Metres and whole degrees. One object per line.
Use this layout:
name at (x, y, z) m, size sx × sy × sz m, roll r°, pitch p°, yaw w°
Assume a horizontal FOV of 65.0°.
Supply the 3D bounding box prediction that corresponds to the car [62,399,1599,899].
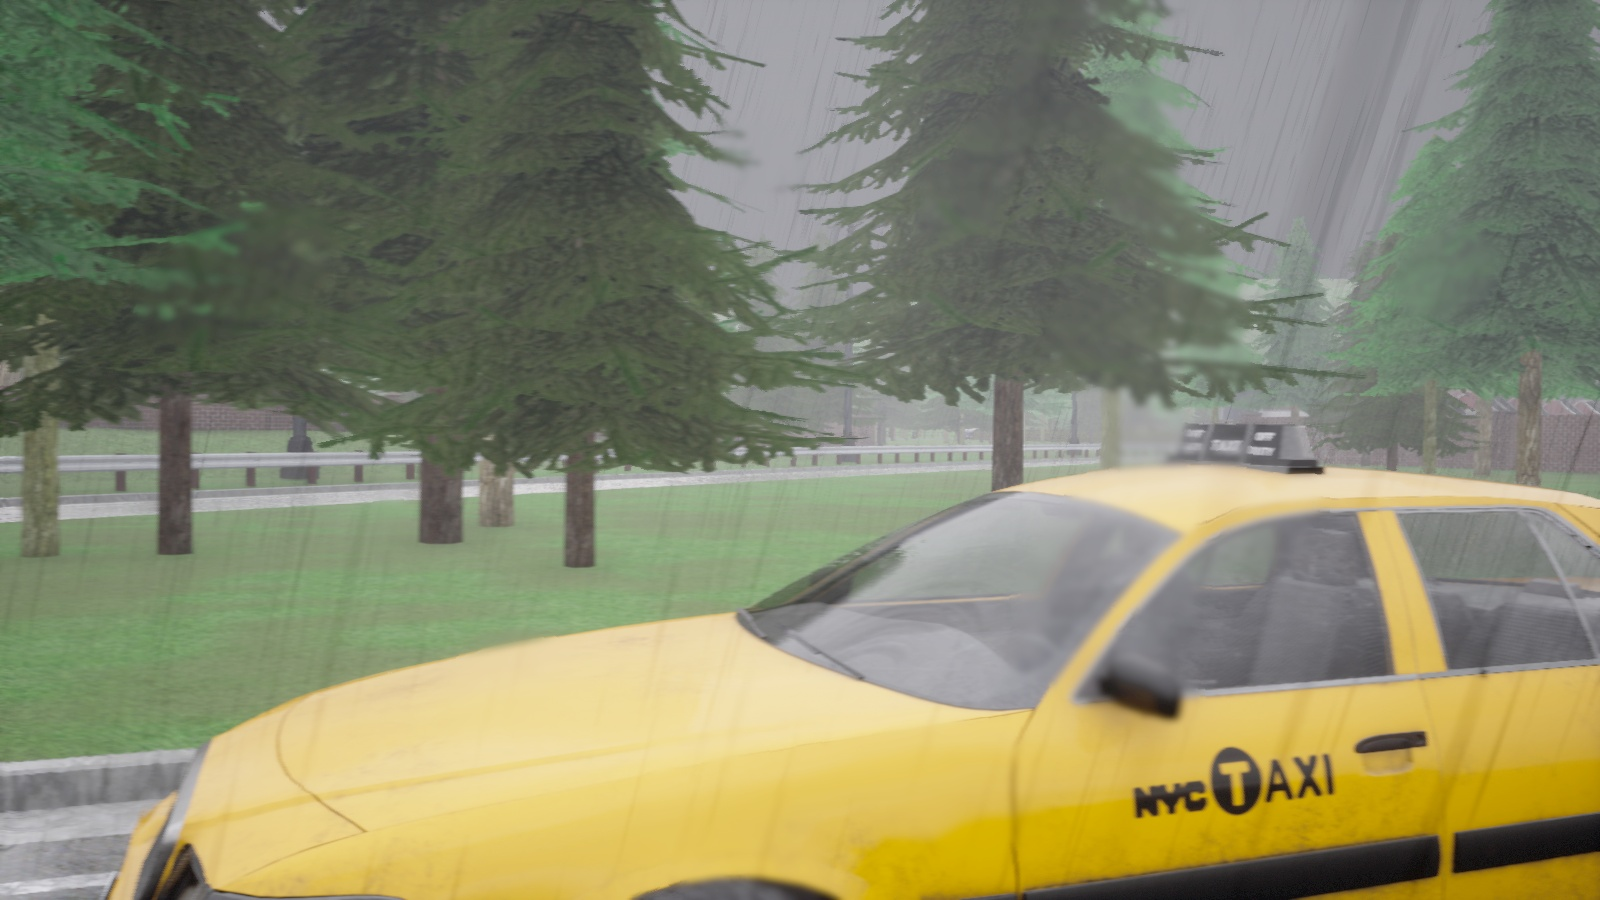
car at (1.109, 0.664, 3.659) m, size 5.366 × 1.575 × 1.801 m, roll -1°, pitch 1°, yaw -21°
